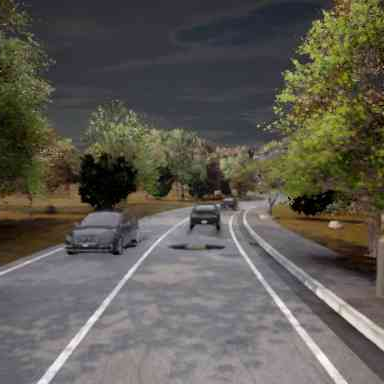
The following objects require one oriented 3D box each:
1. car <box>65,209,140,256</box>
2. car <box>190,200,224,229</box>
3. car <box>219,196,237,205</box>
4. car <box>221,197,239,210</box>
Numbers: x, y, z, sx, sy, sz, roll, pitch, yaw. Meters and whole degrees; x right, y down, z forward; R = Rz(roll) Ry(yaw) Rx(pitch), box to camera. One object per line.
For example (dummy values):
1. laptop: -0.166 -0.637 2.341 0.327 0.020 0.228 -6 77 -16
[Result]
1. car: -3.338 1.476 13.196 1.837 1.490 4.892 0 0 3
2. car: 0.949 1.486 21.611 1.837 1.490 4.892 0 0 6
3. car: 6.368 1.519 58.839 1.994 1.385 4.181 2 0 22
4. car: 4.883 1.509 42.755 1.837 1.490 4.892 1 0 15
